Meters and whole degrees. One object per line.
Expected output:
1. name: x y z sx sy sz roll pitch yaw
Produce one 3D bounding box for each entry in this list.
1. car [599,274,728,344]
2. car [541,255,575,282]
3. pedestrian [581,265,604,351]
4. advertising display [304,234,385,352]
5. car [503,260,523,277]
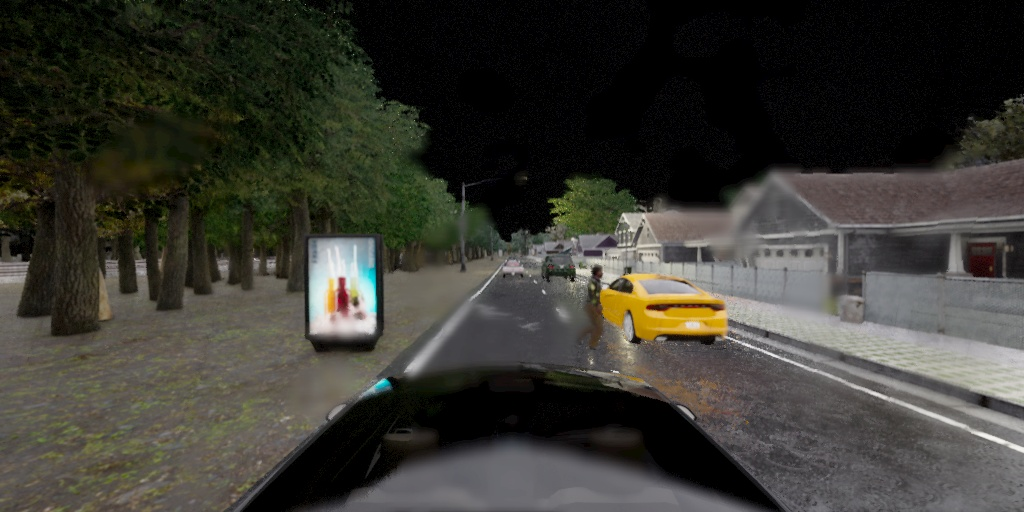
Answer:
1. car: 3.600 1.218 9.610 1.882 1.535 5.008 0 0 0
2. car: 3.603 0.906 28.581 2.150 2.045 5.566 0 0 0
3. pedestrian: 1.699 1.038 7.505 0.375 1.860 0.375 1 1 10
4. advertising display: -3.499 0.769 7.545 1.540 2.440 0.280 0 0 0
5. car: 0.102 1.256 34.398 1.895 1.301 4.718 0 0 0
